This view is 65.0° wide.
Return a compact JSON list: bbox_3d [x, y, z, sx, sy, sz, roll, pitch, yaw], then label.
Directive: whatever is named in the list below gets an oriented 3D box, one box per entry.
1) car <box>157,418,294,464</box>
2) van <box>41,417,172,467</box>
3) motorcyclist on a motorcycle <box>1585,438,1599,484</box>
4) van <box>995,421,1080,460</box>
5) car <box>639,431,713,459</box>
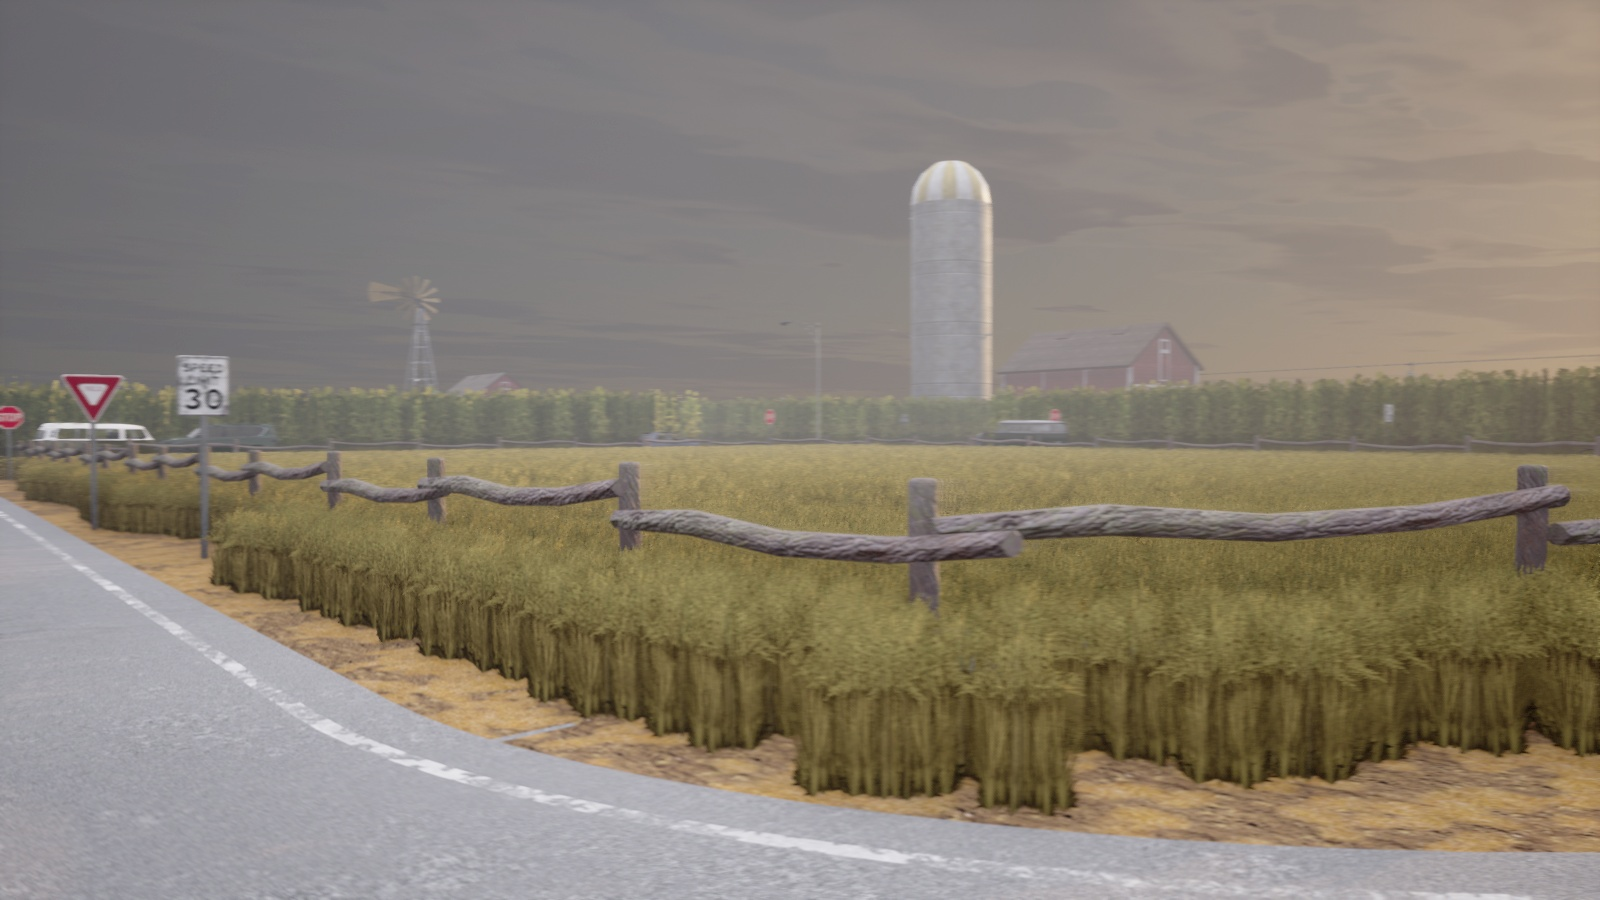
[{"bbox_3d":[-26.971,-0.432,59.064,5.566,2.045,2.150,0,1,-35],"label":"car"},{"bbox_3d":[-29.348,-0.350,53.227,2.069,2.038,4.480,1,1,45],"label":"van"},{"bbox_3d":[27.067,0.368,41.058,0.866,1.530,2.191,0,1,-35],"label":"motorcyclist on a motorcycle"},{"bbox_3d":[12.604,-0.520,66.841,1.775,1.987,4.442,0,2,-35],"label":"van"},{"bbox_3d":[-6.858,-0.289,69.629,3.633,1.501,1.845,-1,1,-36],"label":"car"}]
